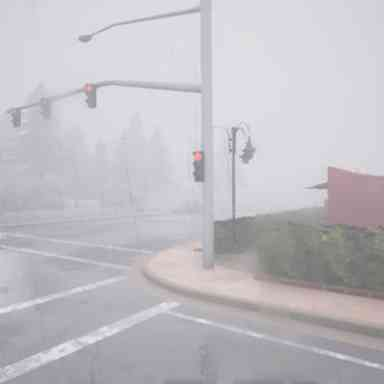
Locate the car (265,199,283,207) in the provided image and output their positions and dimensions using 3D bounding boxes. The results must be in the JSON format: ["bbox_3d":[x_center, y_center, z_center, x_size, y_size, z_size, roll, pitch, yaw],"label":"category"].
[{"bbox_3d":[14.108,1.823,57.031,1.994,1.385,4.181,-1,0,36],"label":"car"}]

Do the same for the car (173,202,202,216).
[{"bbox_3d":[-0.148,1.873,37.358,1.837,1.490,4.892,-1,0,36],"label":"car"}]
